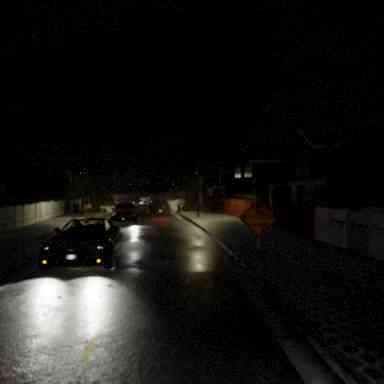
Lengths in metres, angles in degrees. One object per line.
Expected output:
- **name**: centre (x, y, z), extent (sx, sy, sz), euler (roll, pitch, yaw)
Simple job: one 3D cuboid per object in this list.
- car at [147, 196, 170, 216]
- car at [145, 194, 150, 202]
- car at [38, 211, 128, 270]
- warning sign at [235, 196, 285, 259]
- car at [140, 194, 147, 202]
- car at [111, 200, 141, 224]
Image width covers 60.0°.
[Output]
- **car**: centre (-3.138, 1.442, 32.076), extent (1.837, 1.490, 4.892), euler (0, 0, -8)
- **car**: centre (-4.956, 1.412, 45.228), extent (2.128, 1.511, 4.902), euler (0, 0, -6)
- **car**: centre (-3.425, 1.552, 10.928), extent (1.994, 1.385, 4.181), euler (0, 0, -5)
- **warning sign**: centre (2.127, 1.089, 10.621), extent (1.300, 1.860, 1.060), euler (1, 1, -4)
- **car**: centre (-9.946, 1.264, 71.172), extent (2.097, 1.767, 4.553), euler (0, 0, -3)
- **car**: centre (-4.859, 1.491, 24.207), extent (1.812, 1.442, 4.674), euler (0, 0, -8)
